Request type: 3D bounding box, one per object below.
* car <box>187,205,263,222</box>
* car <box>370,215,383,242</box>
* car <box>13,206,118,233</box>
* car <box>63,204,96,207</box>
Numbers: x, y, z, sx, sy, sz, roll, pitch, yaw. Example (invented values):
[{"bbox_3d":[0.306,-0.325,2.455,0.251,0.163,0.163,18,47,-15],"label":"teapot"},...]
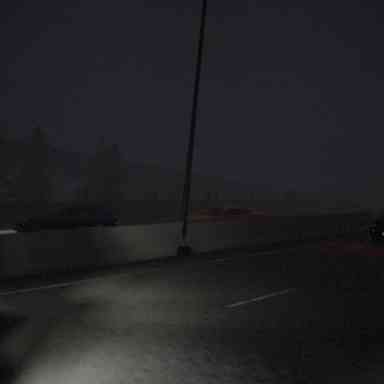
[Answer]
[{"bbox_3d":[1.737,1.485,18.129,5.008,1.535,1.882,0,0,-35],"label":"car"},{"bbox_3d":[9.866,1.537,15.083,4.674,1.442,1.812,0,0,-35],"label":"car"},{"bbox_3d":[-6.281,1.604,16.709,4.718,1.301,1.895,0,0,-36],"label":"car"},{"bbox_3d":[-7.240,1.508,20.323,4.892,1.490,1.837,0,0,-36],"label":"car"}]
